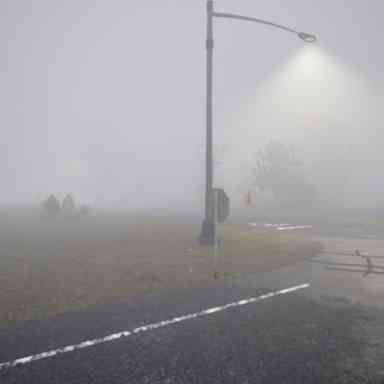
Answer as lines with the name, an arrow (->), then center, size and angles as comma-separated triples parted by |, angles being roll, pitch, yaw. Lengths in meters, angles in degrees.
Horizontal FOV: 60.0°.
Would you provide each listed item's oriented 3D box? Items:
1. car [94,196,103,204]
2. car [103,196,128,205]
car -> -16.361, 1.430, 60.926 | 2.033, 1.411, 5.357 | 0, 0, -34
car -> -12.355, 1.443, 55.021 | 2.033, 1.411, 5.357 | 0, 0, -33
